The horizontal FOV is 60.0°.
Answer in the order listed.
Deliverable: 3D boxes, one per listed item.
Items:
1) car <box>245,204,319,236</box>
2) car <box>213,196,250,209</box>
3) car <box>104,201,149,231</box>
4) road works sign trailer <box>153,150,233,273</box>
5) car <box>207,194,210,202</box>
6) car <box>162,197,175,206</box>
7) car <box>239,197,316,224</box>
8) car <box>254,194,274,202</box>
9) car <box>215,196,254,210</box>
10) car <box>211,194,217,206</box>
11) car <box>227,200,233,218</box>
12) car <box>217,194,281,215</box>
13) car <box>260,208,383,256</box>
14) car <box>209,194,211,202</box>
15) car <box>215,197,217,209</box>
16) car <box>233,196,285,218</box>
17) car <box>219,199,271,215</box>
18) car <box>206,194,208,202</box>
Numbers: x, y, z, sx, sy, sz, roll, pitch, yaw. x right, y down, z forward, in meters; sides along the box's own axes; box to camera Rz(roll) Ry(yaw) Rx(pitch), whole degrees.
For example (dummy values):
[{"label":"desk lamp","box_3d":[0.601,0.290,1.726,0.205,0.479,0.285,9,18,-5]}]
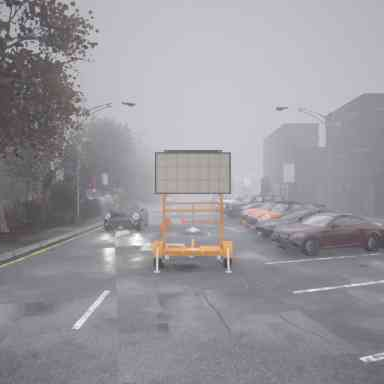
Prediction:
[{"label":"car","box_3d":[5.319,1.518,15.928,4.792,1.488,2.163,1,0,-20]},{"label":"car","box_3d":[5.485,1.425,45.956,4.553,1.767,2.185,1,0,-20]},{"label":"car","box_3d":[-3.928,1.359,20.498,2.097,1.767,4.553,0,0,0]},{"label":"road works sign trailer","box_3d":[0.028,0.465,10.679,2.380,3.560,2.880,0,0,0]},{"label":"car","box_3d":[5.551,1.584,54.975,5.008,1.535,2.097,1,-1,-20]},{"label":"car","box_3d":[-3.851,1.626,55.312,1.812,1.442,4.674,0,0,0]},{"label":"car","box_3d":[5.393,1.366,18.948,4.553,1.767,2.185,1,0,-20]},{"label":"car","box_3d":[18.634,1.464,85.965,2.435,2.045,5.566,0,0,-21]},{"label":"car","box_3d":[5.468,1.415,42.954,4.553,1.767,2.185,1,0,-20]},{"label":"car","box_3d":[5.441,1.271,36.941,5.566,2.045,2.435,1,0,-20]},{"label":"car","box_3d":[5.389,1.539,24.946,4.674,1.452,2.002,1,0,-20]},{"label":"car","box_3d":[5.400,1.252,27.924,5.566,2.045,2.435,1,0,-20]},{"label":"car","box_3d":[5.337,1.528,12.936,4.674,1.452,2.002,1,0,-20]},{"label":"car","box_3d":[5.580,1.447,51.972,4.553,1.767,2.185,1,0,-20]},{"label":"car","box_3d":[5.253,1.504,30.882,5.366,1.575,1.946,1,0,-20]},{"label":"car","box_3d":[5.409,1.370,21.949,4.553,1.767,2.185,1,0,-20]},{"label":"car","box_3d":[5.417,1.545,33.939,4.792,1.488,2.163,1,0,-20]},{"label":"car","box_3d":[5.619,1.392,70.013,5.566,2.045,2.435,1,0,-20]}]
